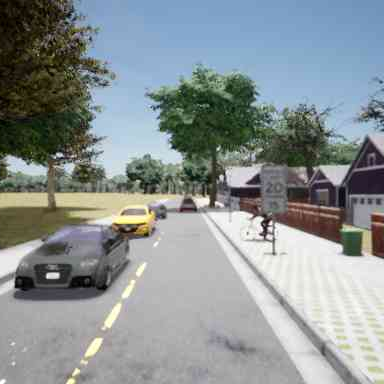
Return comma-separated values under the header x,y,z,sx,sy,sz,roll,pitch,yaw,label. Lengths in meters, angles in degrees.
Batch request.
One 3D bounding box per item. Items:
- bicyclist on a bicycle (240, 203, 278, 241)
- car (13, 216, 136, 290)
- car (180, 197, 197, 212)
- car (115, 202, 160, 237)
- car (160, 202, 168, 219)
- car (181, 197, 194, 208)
x,y,z,sx,sy,sz,roll,pitch,yaw,label
2.835,1.293,14.070,1.656,1.620,0.582,-1,0,-1,bicyclist on a bicycle
-2.952,1.581,9.018,1.994,1.385,4.181,0,0,0,car
-0.421,1.568,39.266,1.994,1.385,4.181,0,0,0,car
-3.082,1.498,18.316,1.882,1.535,5.008,0,0,-1,car
-3.213,1.587,29.113,1.994,1.385,4.181,0,0,0,car
-0.657,1.493,49.599,1.837,1.490,4.892,0,1,-1,car
